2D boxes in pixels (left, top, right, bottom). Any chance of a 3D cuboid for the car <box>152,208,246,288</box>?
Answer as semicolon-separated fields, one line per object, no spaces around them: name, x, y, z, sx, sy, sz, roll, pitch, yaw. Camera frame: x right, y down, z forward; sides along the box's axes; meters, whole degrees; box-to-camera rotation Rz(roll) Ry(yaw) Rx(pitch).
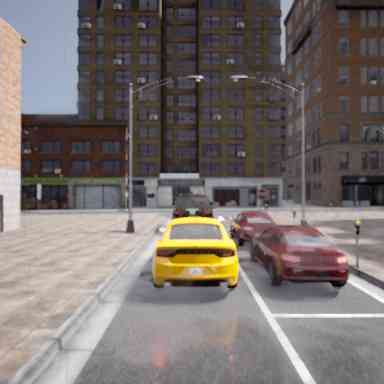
car;0.081;1.420;9.090;1.882;1.535;5.008;0;0;0

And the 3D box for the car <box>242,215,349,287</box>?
car;2.643;1.526;8.890;1.802;1.307;4.206;1;0;0

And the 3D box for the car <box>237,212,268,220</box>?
car;2.638;1.493;14.328;1.802;1.307;4.206;1;0;0

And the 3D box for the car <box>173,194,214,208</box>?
car;0.082;1.104;19.148;2.150;2.045;5.566;0;0;1

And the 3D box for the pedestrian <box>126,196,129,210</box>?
pedestrian;-6.860;1.065;36.398;0.375;1.860;0.375;0;0;0
